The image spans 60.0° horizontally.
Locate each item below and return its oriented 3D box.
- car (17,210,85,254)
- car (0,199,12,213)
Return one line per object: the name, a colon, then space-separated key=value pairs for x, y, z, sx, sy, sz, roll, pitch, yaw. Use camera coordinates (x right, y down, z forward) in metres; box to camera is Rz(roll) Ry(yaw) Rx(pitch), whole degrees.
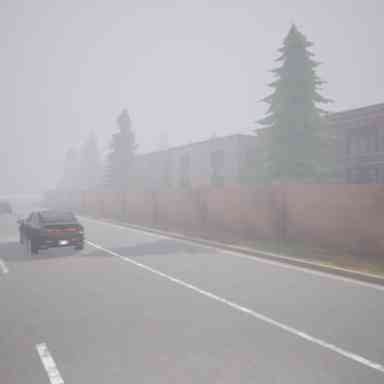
car: x=-5.830 y=1.500 z=13.624 sx=1.837 sy=1.490 sz=4.892 roll=0 pitch=0 yaw=-34
car: x=-20.537 y=1.508 z=35.672 sx=1.812 sy=1.442 sz=4.674 roll=0 pitch=0 yaw=-34
